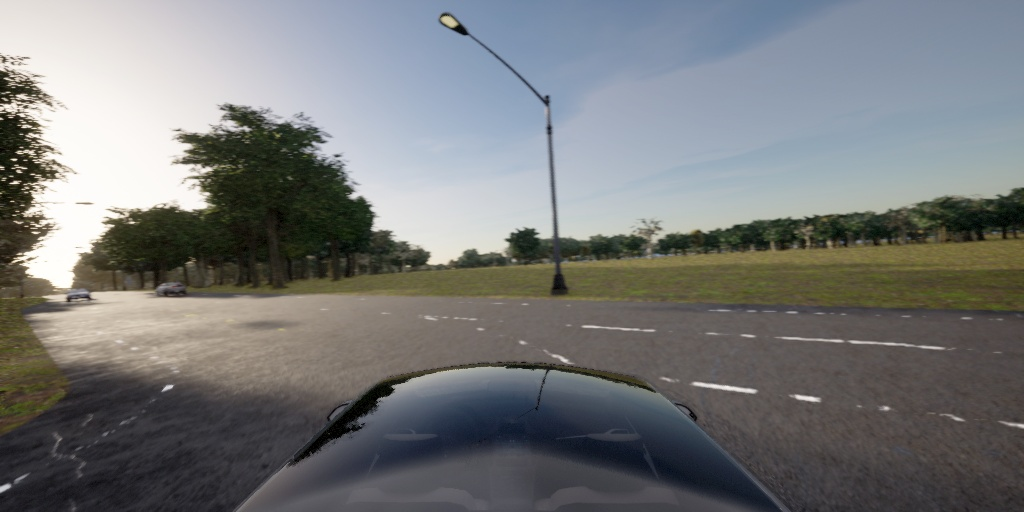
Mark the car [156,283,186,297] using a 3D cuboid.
[{"bbox_3d":[-39.043,3.814,41.039,4.902,1.511,2.128,-4,0,35],"label":"car"}]
